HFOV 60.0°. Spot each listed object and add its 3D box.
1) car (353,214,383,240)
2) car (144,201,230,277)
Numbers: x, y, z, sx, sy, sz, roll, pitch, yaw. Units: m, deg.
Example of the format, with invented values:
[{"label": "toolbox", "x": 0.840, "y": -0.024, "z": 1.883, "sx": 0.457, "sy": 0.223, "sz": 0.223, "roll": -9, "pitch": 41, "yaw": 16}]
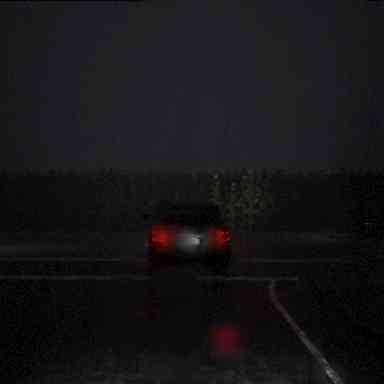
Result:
[{"label": "car", "x": 11.108, "y": 1.611, "z": 17.340, "sx": 5.008, "sy": 1.535, "sz": 1.882, "roll": 0, "pitch": 0, "yaw": 1}, {"label": "car", "x": -0.356, "y": 1.296, "z": 10.659, "sx": 2.150, "sy": 2.045, "sz": 5.566, "roll": 0, "pitch": 0, "yaw": -8}]
